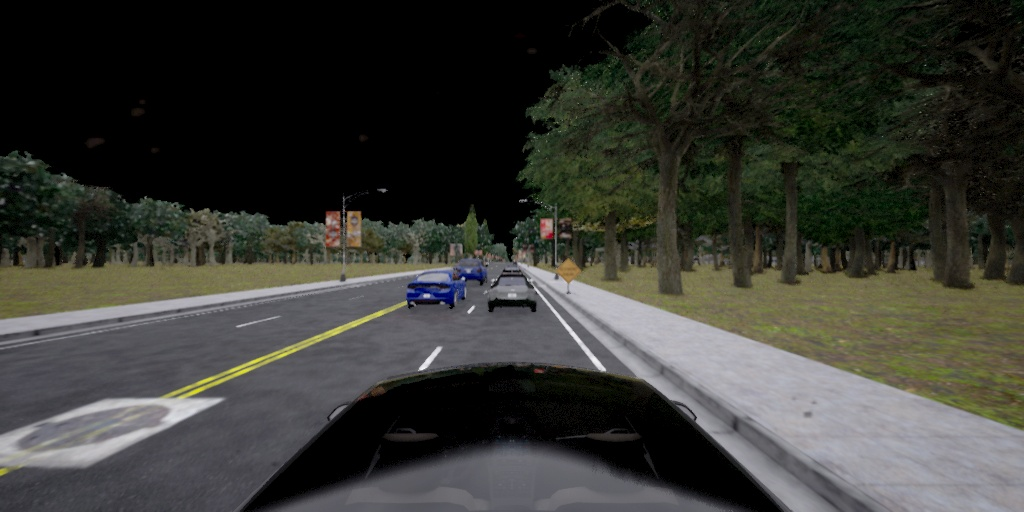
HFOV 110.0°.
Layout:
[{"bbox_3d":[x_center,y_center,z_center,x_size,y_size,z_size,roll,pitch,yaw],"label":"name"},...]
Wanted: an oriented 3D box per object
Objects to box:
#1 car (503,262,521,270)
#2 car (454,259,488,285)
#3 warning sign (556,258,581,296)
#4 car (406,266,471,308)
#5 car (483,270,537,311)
[{"bbox_3d":[0.024,1.556,30.364,2.128,1.511,4.902,0,0,0],"label":"car"},{"bbox_3d":[-3.236,1.277,29.445,2.150,2.045,5.566,0,0,0],"label":"car"},{"bbox_3d":[2.853,1.041,18.113,1.300,1.860,1.060,0,0,0],"label":"warning sign"},{"bbox_3d":[-3.222,1.381,16.097,1.882,1.535,5.008,0,0,0],"label":"car"},{"bbox_3d":[0.021,1.460,15.395,1.994,1.385,4.181,0,-1,0],"label":"car"}]
